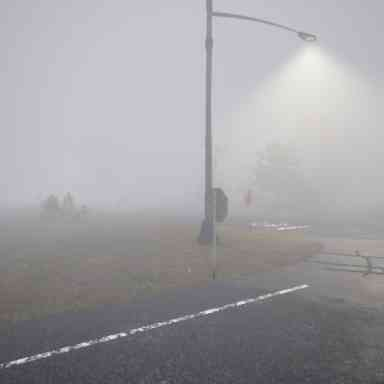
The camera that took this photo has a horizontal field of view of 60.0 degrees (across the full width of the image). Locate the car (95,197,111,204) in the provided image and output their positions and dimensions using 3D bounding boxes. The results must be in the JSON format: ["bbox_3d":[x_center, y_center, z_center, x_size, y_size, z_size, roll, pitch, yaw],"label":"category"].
[{"bbox_3d":[-16.270,1.485,60.953,1.895,1.301,4.718,0,0,-34],"label":"car"}]

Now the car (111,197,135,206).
[{"bbox_3d":[-10.700,1.466,52.641,1.994,1.385,4.181,0,0,-33],"label":"car"}]
